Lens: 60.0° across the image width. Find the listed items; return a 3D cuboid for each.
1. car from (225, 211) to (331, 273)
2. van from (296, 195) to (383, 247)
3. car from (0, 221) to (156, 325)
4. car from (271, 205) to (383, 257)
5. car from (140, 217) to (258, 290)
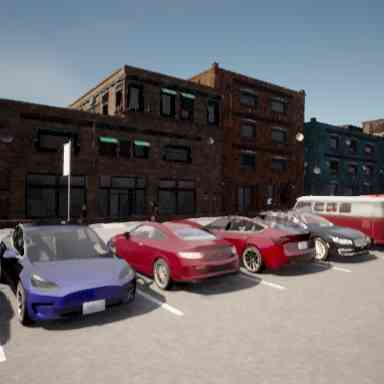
[{"bbox_3d":[1.538,1.454,10.578,2.163,1.488,4.792,0,0,-35],"label":"car"},{"bbox_3d":[6.120,1.201,13.954,1.878,1.987,4.442,0,0,-35],"label":"van"},{"bbox_3d":[-2.960,1.452,7.298,2.163,1.488,4.792,0,0,-36],"label":"car"},{"bbox_3d":[3.817,1.427,12.176,2.231,1.521,4.892,0,0,-36],"label":"car"},{"bbox_3d":[-0.710,1.464,8.936,2.002,1.452,4.674,0,0,-35],"label":"car"}]
